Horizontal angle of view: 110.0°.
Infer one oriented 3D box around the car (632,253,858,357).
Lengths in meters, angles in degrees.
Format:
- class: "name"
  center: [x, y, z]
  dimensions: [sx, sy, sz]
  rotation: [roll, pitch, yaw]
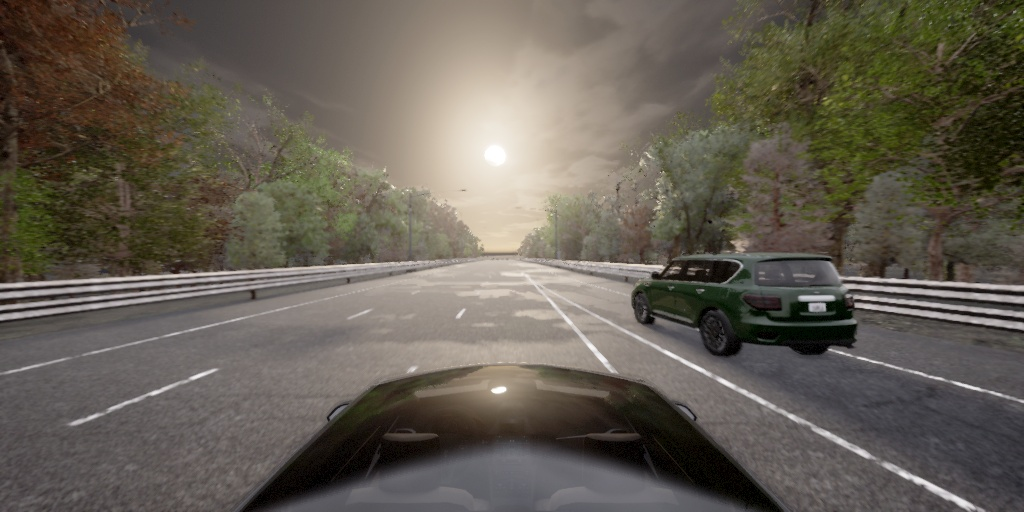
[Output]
- class: "car"
  center: [4.929, 0.961, 8.726]
  dimensions: [2.150, 2.045, 5.566]
  rotation: [0, 0, -5]
